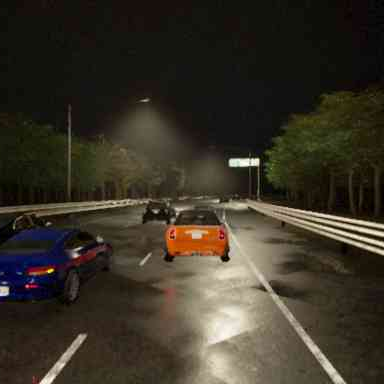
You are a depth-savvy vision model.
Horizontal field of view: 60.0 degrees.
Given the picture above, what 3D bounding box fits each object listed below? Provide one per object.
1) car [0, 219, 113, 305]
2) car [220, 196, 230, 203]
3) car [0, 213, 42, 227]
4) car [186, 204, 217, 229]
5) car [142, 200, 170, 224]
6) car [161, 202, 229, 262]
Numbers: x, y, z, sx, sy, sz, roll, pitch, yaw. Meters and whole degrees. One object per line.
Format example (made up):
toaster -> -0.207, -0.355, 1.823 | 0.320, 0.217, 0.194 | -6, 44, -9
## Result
car -> -3.278, 1.561, 8.069 | 1.812, 1.442, 4.674 | 0, 0, 1
car -> 7.680, 1.718, 77.508 | 2.097, 1.767, 4.553 | 0, 0, 12
car -> -6.658, 1.557, 12.568 | 1.837, 1.490, 4.892 | 0, 0, 2
car -> 0.767, 1.674, 24.119 | 2.033, 1.411, 5.357 | 0, 0, 4
car -> -2.478, 1.482, 26.124 | 2.097, 1.767, 4.553 | 0, 0, 4
car -> 0.230, 1.418, 12.659 | 2.097, 1.767, 4.553 | 0, 0, 2
